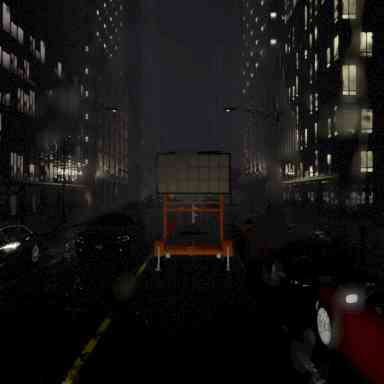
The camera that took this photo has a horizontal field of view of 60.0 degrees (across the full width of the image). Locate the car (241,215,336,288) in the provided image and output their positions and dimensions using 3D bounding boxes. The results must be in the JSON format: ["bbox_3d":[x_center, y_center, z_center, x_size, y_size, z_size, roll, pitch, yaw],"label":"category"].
[{"bbox_3d":[2.734,1.550,8.978,2.008,1.369,4.403,0,0,0],"label":"car"}]

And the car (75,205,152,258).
[{"bbox_3d":[-2.945,1.475,13.007,1.882,1.535,5.008,0,0,0],"label":"car"}]

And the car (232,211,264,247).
[{"bbox_3d":[2.759,1.522,14.825,1.752,1.417,4.829,0,0,0],"label":"car"}]

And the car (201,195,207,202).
[{"bbox_3d":[2.929,1.531,54.378,1.802,1.307,4.206,1,0,0],"label":"car"}]

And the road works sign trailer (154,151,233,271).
[{"bbox_3d":[0.046,0.463,10.901,2.380,3.560,2.880,0,0,0],"label":"road works sign trailer"}]

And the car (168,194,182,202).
[{"bbox_3d":[-2.748,1.503,59.353,1.994,1.385,4.181,0,0,0],"label":"car"}]

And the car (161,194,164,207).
[{"bbox_3d":[-5.474,1.274,48.752,2.192,1.841,5.009,0,0,0],"label":"car"}]

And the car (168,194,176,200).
[{"bbox_3d":[-5.306,1.388,88.311,1.752,1.417,4.829,1,0,0],"label":"car"}]

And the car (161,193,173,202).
[{"bbox_3d":[-5.376,1.226,71.454,2.192,1.841,5.009,1,0,0],"label":"car"}]

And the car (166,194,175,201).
[{"bbox_3d":[-5.329,1.320,82.805,1.967,1.590,4.097,1,0,0],"label":"car"}]

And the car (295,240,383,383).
[{"bbox_3d":[2.710,1.545,3.304,1.887,1.381,4.507,0,0,0],"label":"car"}]

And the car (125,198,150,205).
[{"bbox_3d":[-5.549,1.527,31.725,1.887,1.381,4.507,0,0,0],"label":"car"}]

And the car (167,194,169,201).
[{"bbox_3d":[-5.428,1.519,60.102,1.802,1.307,4.206,1,0,0],"label":"car"}]

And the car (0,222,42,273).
[{"bbox_3d":[-5.646,1.550,9.021,2.008,1.369,4.403,0,0,0],"label":"car"}]

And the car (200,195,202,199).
[{"bbox_3d":[2.953,1.519,60.052,1.802,1.307,4.206,1,0,0],"label":"car"}]

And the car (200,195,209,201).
[{"bbox_3d":[3.050,1.446,82.751,1.947,1.339,4.313,1,0,0],"label":"car"}]

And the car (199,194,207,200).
[{"bbox_3d":[3.099,1.390,94.101,1.887,1.381,4.507,1,0,0],"label":"car"}]

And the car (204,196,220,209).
[{"bbox_3d":[2.880,1.533,43.029,1.947,1.339,4.313,0,0,0],"label":"car"}]

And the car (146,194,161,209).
[{"bbox_3d":[-5.499,1.408,43.077,1.967,1.590,4.097,0,0,0],"label":"car"}]
